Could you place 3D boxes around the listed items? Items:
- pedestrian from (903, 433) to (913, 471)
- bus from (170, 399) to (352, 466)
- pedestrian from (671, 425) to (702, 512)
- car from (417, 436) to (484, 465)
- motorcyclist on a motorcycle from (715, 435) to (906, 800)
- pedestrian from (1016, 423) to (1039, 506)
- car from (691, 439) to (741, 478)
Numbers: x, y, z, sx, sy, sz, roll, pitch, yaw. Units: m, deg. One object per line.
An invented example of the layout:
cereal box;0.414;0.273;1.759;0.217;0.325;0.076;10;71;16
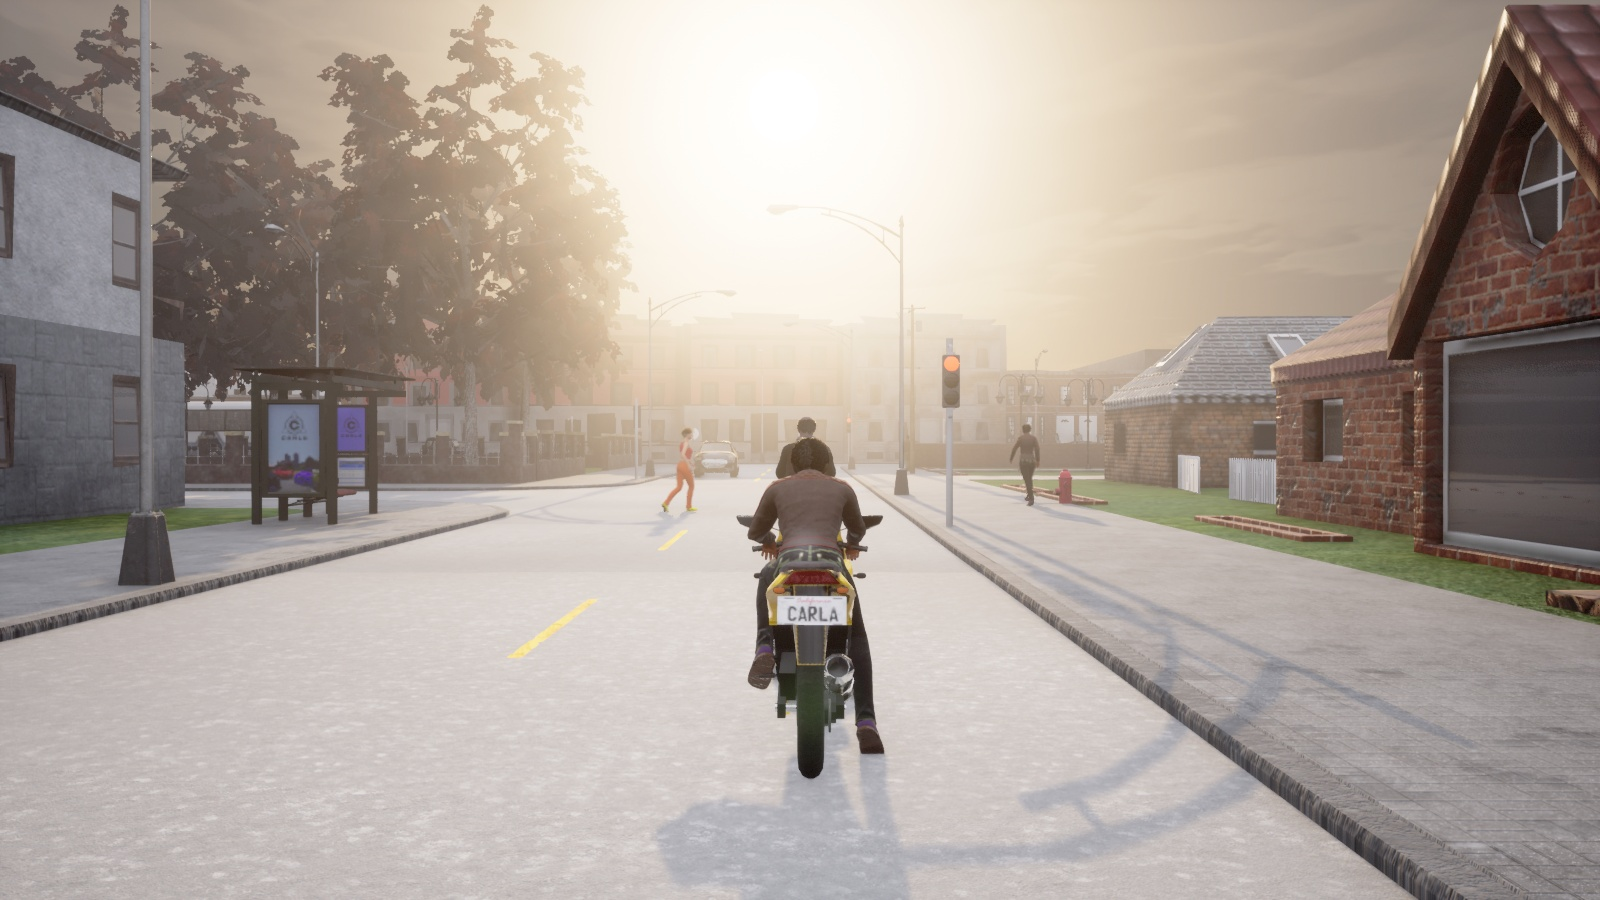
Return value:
pedestrian;5.264;0.114;61.275;0.431;1.840;0.703;0;0;7
bus;-35.270;-1.124;82.490;10.273;4.253;3.944;0;0;1
pedestrian;-2.424;0.383;26.831;0.594;1.836;0.345;0;0;-24
car;-22.915;0.058;82.453;3.866;1.878;1.905;0;0;1
motorcyclist on a motorcycle;0.049;0.693;6.256;0.797;1.523;2.044;0;0;0
pedestrian;5.028;0.303;27.754;0.328;1.805;0.869;0;0;-1
car;-3.748;0.354;56.532;2.033;1.649;4.856;0;0;-1
